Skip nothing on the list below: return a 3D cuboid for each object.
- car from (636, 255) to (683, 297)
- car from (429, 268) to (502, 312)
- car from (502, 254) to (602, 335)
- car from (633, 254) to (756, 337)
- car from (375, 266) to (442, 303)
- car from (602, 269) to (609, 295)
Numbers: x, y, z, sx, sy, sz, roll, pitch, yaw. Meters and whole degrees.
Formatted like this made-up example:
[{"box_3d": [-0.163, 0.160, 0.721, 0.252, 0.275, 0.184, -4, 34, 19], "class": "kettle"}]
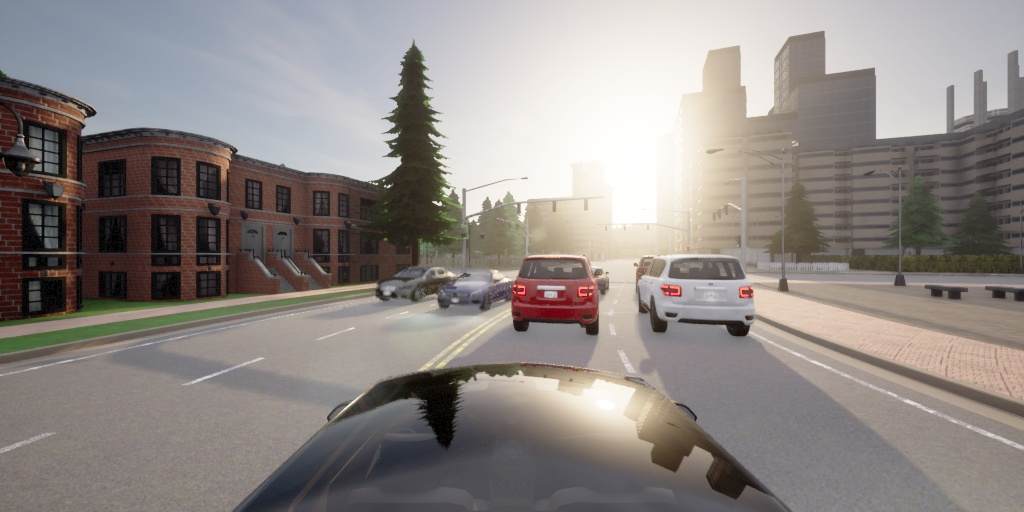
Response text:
[{"box_3d": [8.168, 0.971, 20.335, 2.150, 2.045, 5.566, 0, 0, 19], "class": "car"}, {"box_3d": [-1.283, 1.275, 14.636, 1.812, 1.442, 4.674, 0, 0, 17], "class": "car"}, {"box_3d": [1.493, 0.971, 10.806, 2.150, 2.045, 5.566, 0, 0, 13], "class": "car"}, {"box_3d": [5.082, 0.971, 10.638, 2.150, 2.045, 5.566, 0, 0, 14], "class": "car"}, {"box_3d": [-4.275, 1.243, 16.776, 2.128, 1.511, 4.902, 0, 0, 18], "class": "car"}, {"box_3d": [4.361, 1.276, 20.000, 1.812, 1.442, 4.674, 0, 0, 19], "class": "car"}]
